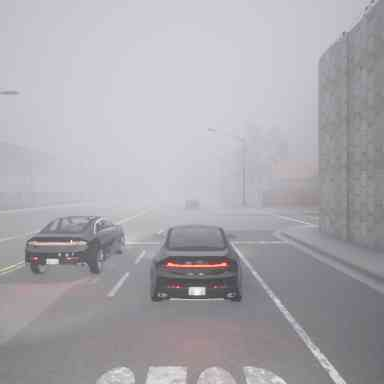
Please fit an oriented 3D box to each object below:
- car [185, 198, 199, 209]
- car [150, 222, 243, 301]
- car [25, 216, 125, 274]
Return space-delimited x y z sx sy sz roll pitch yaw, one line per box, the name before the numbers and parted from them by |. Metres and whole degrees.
car | 0.012 1.491 44.168 2.128 1.511 4.902 0 0 0
car | 0.085 1.505 8.300 1.837 1.490 4.892 0 0 0
car | -3.421 1.492 10.571 2.128 1.511 4.902 0 0 0
